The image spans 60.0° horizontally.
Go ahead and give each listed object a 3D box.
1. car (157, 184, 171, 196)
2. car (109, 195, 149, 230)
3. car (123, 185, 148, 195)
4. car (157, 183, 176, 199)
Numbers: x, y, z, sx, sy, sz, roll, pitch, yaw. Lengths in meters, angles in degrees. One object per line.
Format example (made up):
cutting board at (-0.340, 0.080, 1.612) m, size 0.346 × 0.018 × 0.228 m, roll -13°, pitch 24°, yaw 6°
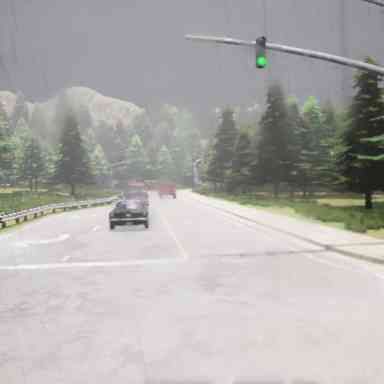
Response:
car at (-4.645, -0.392, 55.050) m, size 2.097 × 1.767 × 4.553 m, roll -1°, pitch 2°, yaw -6°
car at (-3.208, 1.064, 17.283) m, size 1.895 × 1.301 × 4.718 m, roll -1°, pitch 2°, yaw -9°
car at (-4.265, 0.604, 24.316) m, size 2.097 × 1.767 × 4.553 m, roll -1°, pitch 2°, yaw -8°
car at (-3.348, -0.208, 44.712) m, size 2.150 × 2.045 × 5.566 m, roll -1°, pitch 2°, yaw -7°
